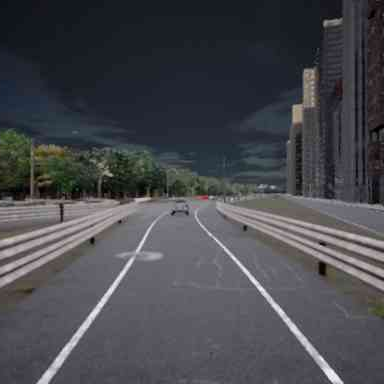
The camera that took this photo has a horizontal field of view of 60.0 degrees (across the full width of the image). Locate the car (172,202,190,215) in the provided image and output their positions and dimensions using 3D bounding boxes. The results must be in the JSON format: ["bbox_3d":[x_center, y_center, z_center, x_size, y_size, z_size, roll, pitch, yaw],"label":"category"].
[{"bbox_3d":[-1.252,1.762,36.738,2.033,1.411,5.357,0,0,1],"label":"car"}]
